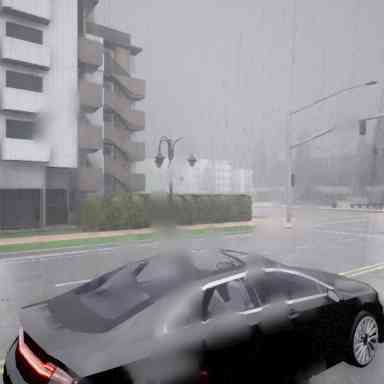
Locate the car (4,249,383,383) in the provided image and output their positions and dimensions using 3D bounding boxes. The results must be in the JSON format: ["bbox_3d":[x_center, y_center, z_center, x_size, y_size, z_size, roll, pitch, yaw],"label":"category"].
[{"bbox_3d":[0.498,1.492,4.112,4.902,1.511,2.128,0,0,-35],"label":"car"}]
